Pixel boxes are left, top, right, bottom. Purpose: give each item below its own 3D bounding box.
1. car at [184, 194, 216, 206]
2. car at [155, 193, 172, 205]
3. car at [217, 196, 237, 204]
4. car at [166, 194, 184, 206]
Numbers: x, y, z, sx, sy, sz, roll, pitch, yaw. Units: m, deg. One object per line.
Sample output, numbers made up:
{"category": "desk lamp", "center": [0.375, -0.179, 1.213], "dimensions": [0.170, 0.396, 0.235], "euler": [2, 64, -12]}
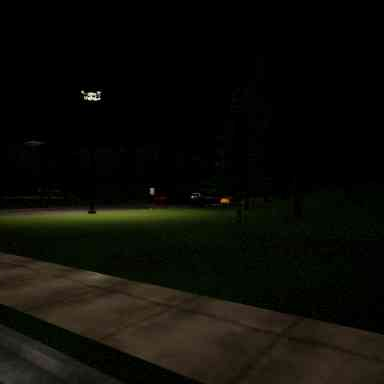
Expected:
{"category": "car", "center": [1.397, 1.478, 54.010], "dimensions": [1.882, 1.535, 5.008], "euler": [0, 0, 37]}
{"category": "car", "center": [-4.150, 1.221, 58.277], "dimensions": [2.150, 2.045, 5.566], "euler": [0, 0, 36]}
{"category": "car", "center": [7.225, 1.478, 62.062], "dimensions": [1.882, 1.535, 5.008], "euler": [0, 0, 36]}
{"category": "car", "center": [-1.641, 1.505, 55.794], "dimensions": [1.837, 1.490, 4.892], "euler": [0, 0, 37]}
